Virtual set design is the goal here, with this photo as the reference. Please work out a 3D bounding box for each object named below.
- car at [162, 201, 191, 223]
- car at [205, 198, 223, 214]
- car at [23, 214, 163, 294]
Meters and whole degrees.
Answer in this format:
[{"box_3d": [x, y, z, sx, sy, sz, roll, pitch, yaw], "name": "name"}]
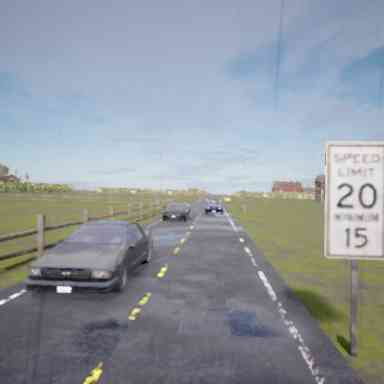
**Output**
[{"box_3d": [-1.143, 1.478, 26.244, 1.882, 1.535, 5.008, 1, 0, 4], "name": "car"}, {"box_3d": [2.387, 1.669, 35.678, 1.895, 1.301, 4.718, 1, 0, 4], "name": "car"}, {"box_3d": [-2.310, 1.515, 9.121, 2.033, 1.411, 5.357, 1, 0, 4], "name": "car"}]
